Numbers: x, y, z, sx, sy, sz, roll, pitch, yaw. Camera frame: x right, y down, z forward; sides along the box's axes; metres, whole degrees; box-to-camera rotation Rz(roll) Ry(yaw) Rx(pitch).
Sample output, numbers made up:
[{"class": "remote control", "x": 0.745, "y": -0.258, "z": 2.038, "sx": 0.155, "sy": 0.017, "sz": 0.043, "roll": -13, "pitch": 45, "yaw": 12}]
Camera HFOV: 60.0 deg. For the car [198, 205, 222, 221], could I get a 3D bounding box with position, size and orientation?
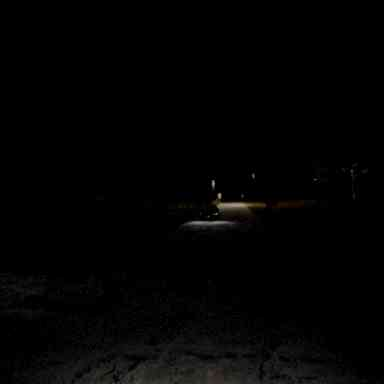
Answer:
[{"class": "car", "x": 1.755, "y": 1.939, "z": 31.732, "sx": 1.812, "sy": 1.442, "sz": 4.674, "roll": -1, "pitch": -1, "yaw": 7}]
